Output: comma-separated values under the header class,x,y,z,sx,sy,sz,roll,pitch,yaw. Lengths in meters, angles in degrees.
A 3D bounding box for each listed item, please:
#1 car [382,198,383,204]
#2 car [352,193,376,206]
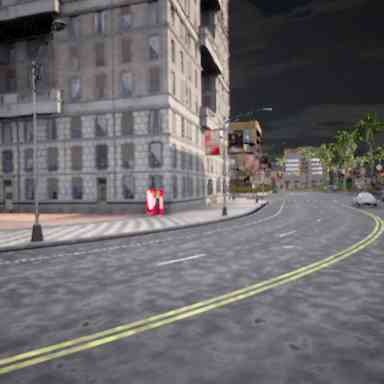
class,x,y,z,sx,sy,sz,roll,pitch,yaw
car,23.065,0.794,37.706,1.994,1.385,4.181,-1,1,17
car,19.380,0.816,37.507,1.812,1.442,4.674,-1,1,17
